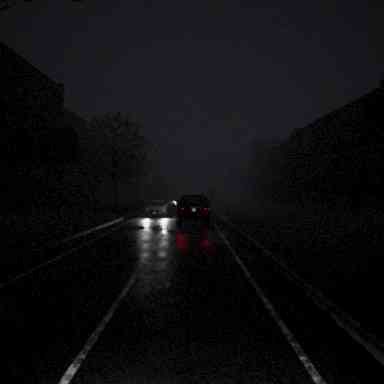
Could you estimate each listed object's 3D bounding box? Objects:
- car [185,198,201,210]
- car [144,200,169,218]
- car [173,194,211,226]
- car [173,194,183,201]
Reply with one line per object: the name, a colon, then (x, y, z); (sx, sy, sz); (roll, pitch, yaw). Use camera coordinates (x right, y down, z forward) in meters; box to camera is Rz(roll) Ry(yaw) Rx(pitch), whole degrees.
car: (0.101, 1.496, 42.351); (1.895, 1.301, 4.718); (0, 0, 0)
car: (-3.086, 1.455, 29.535); (1.812, 1.442, 4.674); (0, 0, 0)
car: (0.097, 1.159, 22.691); (2.150, 2.045, 5.566); (0, 0, 0)
car: (-2.998, 1.149, 71.829); (2.128, 1.511, 4.902); (0, 1, 0)
